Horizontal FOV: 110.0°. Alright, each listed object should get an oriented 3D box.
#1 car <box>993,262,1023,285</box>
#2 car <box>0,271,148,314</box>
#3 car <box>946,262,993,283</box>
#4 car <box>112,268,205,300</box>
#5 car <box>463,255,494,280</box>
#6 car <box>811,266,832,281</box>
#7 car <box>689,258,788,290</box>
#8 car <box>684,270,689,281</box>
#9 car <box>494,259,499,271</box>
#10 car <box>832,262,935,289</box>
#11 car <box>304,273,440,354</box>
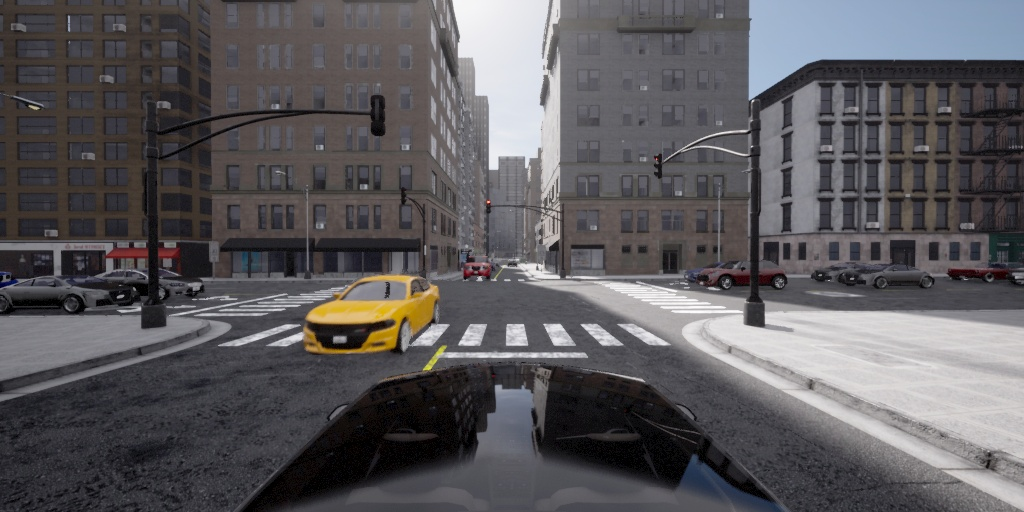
[{"bbox_3d":[32.389,1.002,21.156,4.902,1.511,2.128,0,1,0],"label":"car"},{"bbox_3d":[-17.525,1.441,14.215,4.181,1.385,1.994,0,1,0],"label":"car"},{"bbox_3d":[32.843,1.073,24.408,4.718,1.301,1.895,0,1,0],"label":"car"},{"bbox_3d":[-17.794,1.335,17.474,4.902,1.511,2.128,0,1,1],"label":"car"},{"bbox_3d":[-2.958,0.966,31.119,2.150,2.045,5.566,0,0,-2],"label":"car"},{"bbox_3d":[22.923,1.106,24.375,4.181,1.385,1.994,0,1,-1],"label":"car"},{"bbox_3d":[13.349,0.994,21.048,4.553,1.767,2.097,0,1,-1],"label":"car"},{"bbox_3d":[14.176,1.127,24.324,4.674,1.442,1.812,0,1,0],"label":"car"},{"bbox_3d":[-3.119,1.363,48.049,1.895,1.301,4.718,0,0,0],"label":"car"},{"bbox_3d":[21.992,1.148,21.115,4.181,1.385,1.994,0,1,-1],"label":"car"},{"bbox_3d":[-3.097,1.226,8.939,1.882,1.535,5.008,0,0,0],"label":"car"}]
